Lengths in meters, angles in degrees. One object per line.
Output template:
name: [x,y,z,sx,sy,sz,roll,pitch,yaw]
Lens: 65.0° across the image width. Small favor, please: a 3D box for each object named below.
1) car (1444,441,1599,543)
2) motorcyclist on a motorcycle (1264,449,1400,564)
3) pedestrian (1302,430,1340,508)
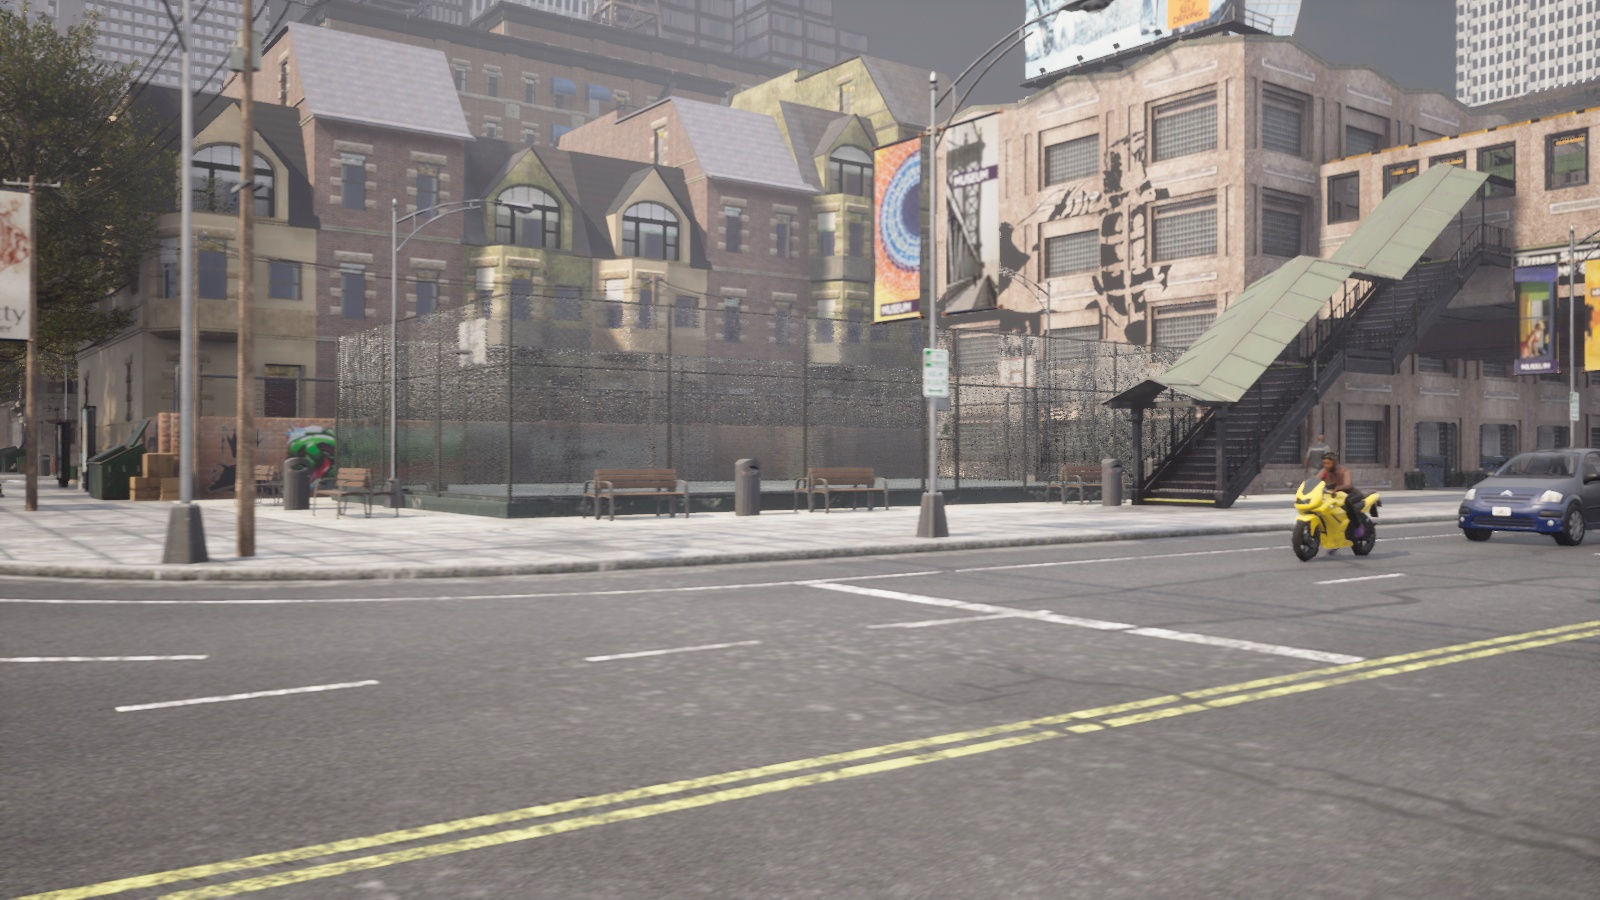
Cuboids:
car: [13.154,0.671,21.850,3.988,1.617,1.851,0,0,-36]
motorcyclist on a motorcycle: [7.508,0.757,17.695,2.044,1.523,0.797,0,0,-35]
pedestrian: [12.813,0.455,30.898,0.849,1.883,0.563,0,0,-45]
